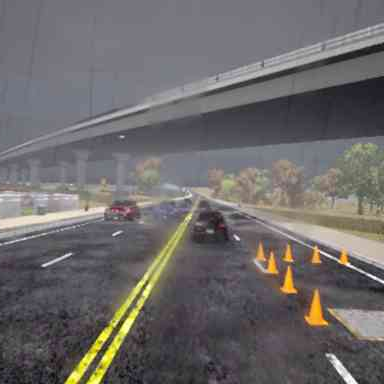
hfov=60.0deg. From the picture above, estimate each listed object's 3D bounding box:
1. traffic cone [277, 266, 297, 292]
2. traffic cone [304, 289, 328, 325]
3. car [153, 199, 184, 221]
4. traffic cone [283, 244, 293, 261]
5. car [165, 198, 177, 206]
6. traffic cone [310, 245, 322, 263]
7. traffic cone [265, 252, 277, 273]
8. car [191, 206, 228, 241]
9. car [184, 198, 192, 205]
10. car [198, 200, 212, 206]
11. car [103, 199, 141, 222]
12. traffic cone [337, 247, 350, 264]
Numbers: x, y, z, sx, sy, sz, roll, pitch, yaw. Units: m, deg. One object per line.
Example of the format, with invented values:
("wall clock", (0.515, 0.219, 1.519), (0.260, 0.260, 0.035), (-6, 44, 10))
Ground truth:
("traffic cone", (2.374, 2.120, 8.175), (0.340, 0.580, 0.340), (2, 0, 2))
("traffic cone", (2.304, 2.100, 6.177), (0.340, 0.580, 0.340), (2, 0, 2))
("car", (-2.127, 1.517, 29.598), (2.097, 1.767, 4.553), (2, -1, 2))
("traffic cone", (3.513, 2.199, 12.137), (0.340, 0.580, 0.340), (2, 0, 2))
("car", (-4.290, 2.005, 67.751), (1.895, 1.301, 4.718), (2, 0, 1))
("traffic cone", (4.510, 2.239, 12.102), (0.340, 0.580, 0.340), (2, 0, 2))
("traffic cone", (2.444, 2.139, 10.175), (0.340, 0.580, 0.340), (2, 0, 2))
("car", (0.941, 1.715, 17.910), (1.812, 1.442, 4.674), (2, -1, 2))
("car", (-0.961, 1.966, 70.747), (1.837, 1.490, 4.892), (2, -1, 1))
("car", (1.891, 2.014, 50.722), (1.837, 1.490, 4.892), (2, 0, 1))
("car", (-5.472, 1.356, 26.542), (2.097, 1.767, 4.553), (2, 0, 2))
("traffic cone", (5.508, 2.279, 12.067), (0.340, 0.580, 0.340), (2, 0, 2))
